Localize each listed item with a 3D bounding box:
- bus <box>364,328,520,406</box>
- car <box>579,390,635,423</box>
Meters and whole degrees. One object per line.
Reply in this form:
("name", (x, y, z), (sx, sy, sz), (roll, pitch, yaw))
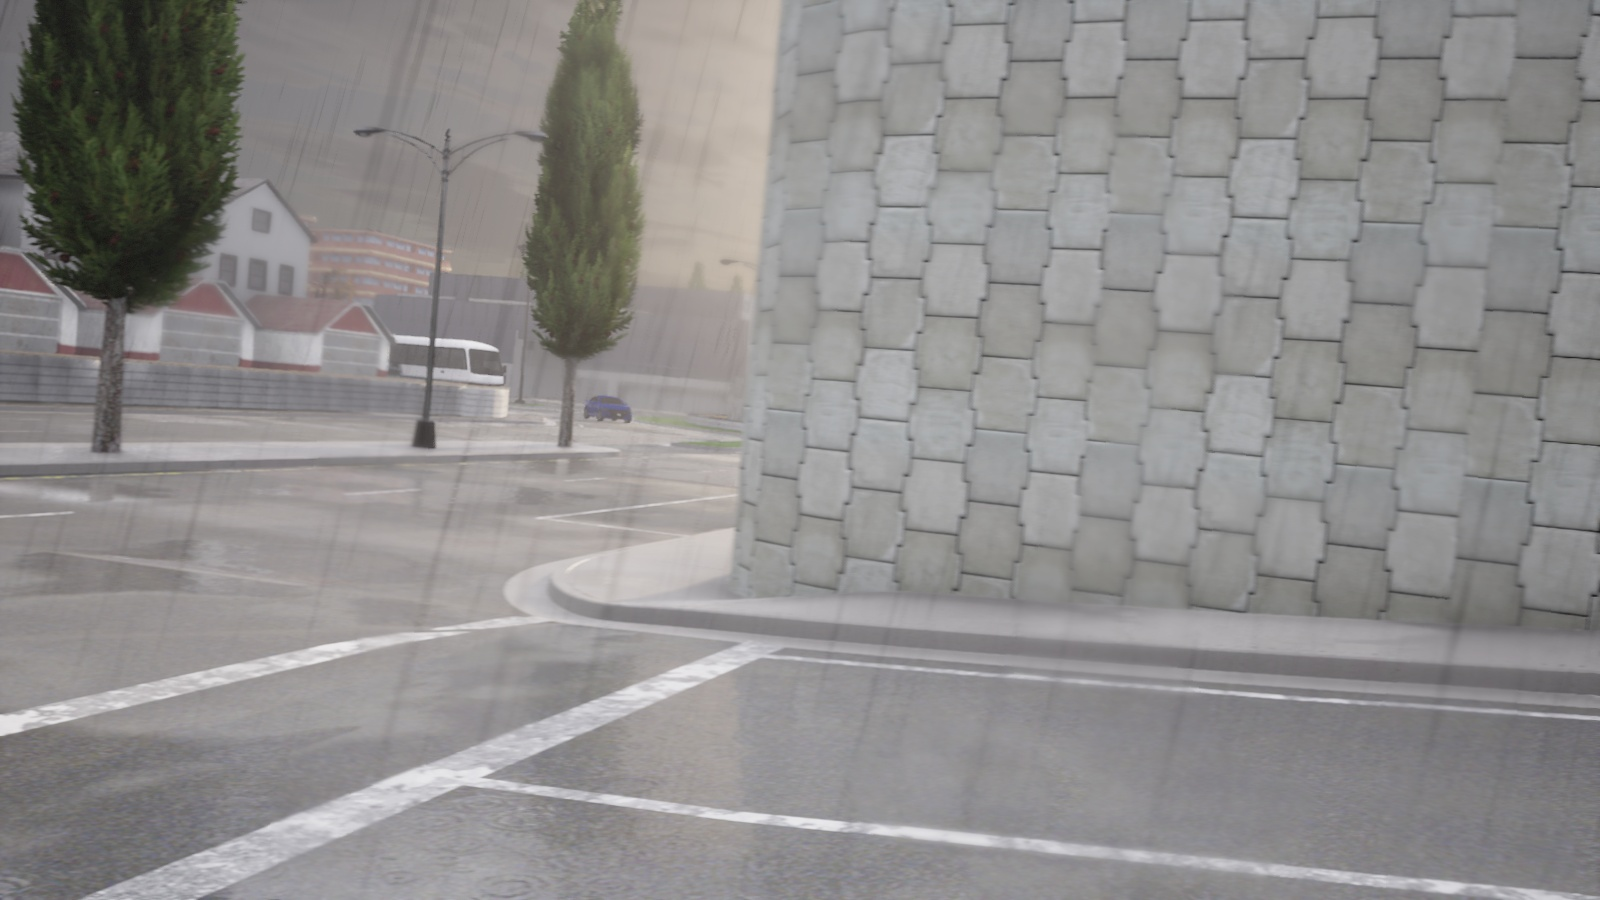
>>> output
("bus", (-24.416, -5.678, 85.435), (10.273, 4.253, 3.944), (7, 2, 30))
("car", (-11.465, -2.600, 74.223), (1.882, 1.535, 5.008), (4, 3, -24))
